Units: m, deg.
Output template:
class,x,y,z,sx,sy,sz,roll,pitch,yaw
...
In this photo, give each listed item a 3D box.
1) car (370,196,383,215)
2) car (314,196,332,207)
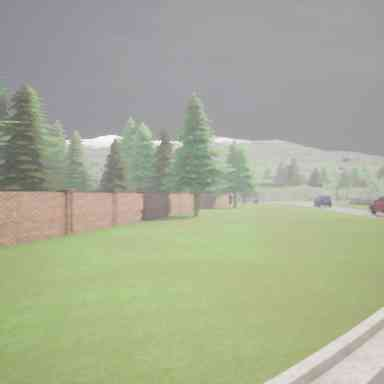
class,x,y,z,sx,sy,sz,roll,pitch,yaw
car,20.199,1.425,33.944,2.150,2.045,5.566,0,-1,8
car,23.826,1.706,60.516,2.150,2.045,5.566,-1,-1,9
